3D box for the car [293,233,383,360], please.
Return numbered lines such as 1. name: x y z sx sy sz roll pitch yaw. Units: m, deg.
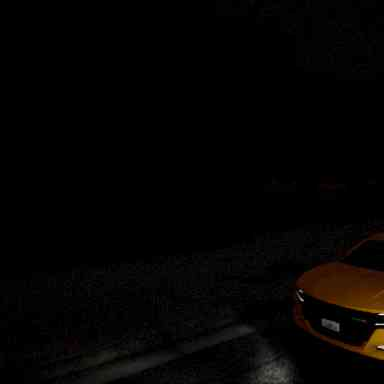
1. car: 3.853 1.479 5.829 5.008 1.535 1.882 0 0 -36
